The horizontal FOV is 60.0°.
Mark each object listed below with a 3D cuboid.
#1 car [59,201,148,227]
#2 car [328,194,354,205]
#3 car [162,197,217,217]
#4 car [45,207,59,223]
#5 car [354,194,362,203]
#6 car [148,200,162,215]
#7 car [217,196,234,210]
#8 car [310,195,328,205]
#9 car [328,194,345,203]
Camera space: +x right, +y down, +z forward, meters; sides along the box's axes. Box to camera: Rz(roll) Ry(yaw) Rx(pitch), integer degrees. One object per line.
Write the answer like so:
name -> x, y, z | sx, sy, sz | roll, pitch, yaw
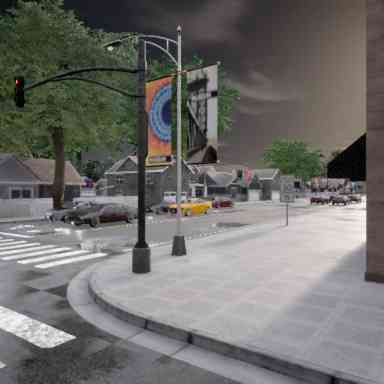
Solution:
car -> -5.666, 1.449, 22.130 | 2.033, 1.411, 5.357 | 0, 0, 34
car -> 22.324, 1.203, 49.727 | 1.837, 1.490, 4.892 | 0, 0, 36
car -> -0.103, 1.326, 29.889 | 1.882, 1.535, 5.008 | 0, 0, 36
car -> -8.175, 1.391, 24.186 | 2.128, 1.511, 4.902 | 0, 0, 36
car -> 28.319, 1.155, 58.114 | 1.837, 1.490, 4.892 | 0, 0, 36
car -> -2.924, 1.412, 31.521 | 1.994, 1.385, 4.181 | 0, 0, 36
car -> 3.298, 1.268, 40.215 | 1.882, 1.535, 5.008 | 0, 0, 36
car -> 20.071, 1.171, 52.164 | 1.882, 1.535, 5.008 | 0, 0, 36
car -> 26.708, 1.146, 61.444 | 1.837, 1.490, 4.892 | 0, 0, 36
